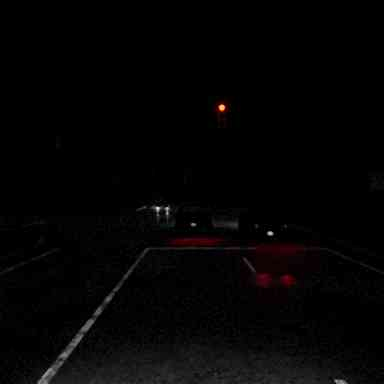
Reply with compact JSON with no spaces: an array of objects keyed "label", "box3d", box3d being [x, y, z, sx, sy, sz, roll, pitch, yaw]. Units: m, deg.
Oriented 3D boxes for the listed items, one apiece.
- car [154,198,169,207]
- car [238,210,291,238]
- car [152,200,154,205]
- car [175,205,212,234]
[{"label":"car","box3d":[-4.678,1.638,52.783,1.812,1.442,4.674,0,-1,-6]},{"label":"car","box3d":[3.581,1.572,17.341,1.895,1.301,4.718,0,0,0]},{"label":"car","box3d":[-7.005,1.949,68.364,1.812,1.442,4.674,0,-1,-13]},{"label":"car","box3d":[0.086,1.446,18.963,1.882,1.535,5.008,0,0,0]}]
